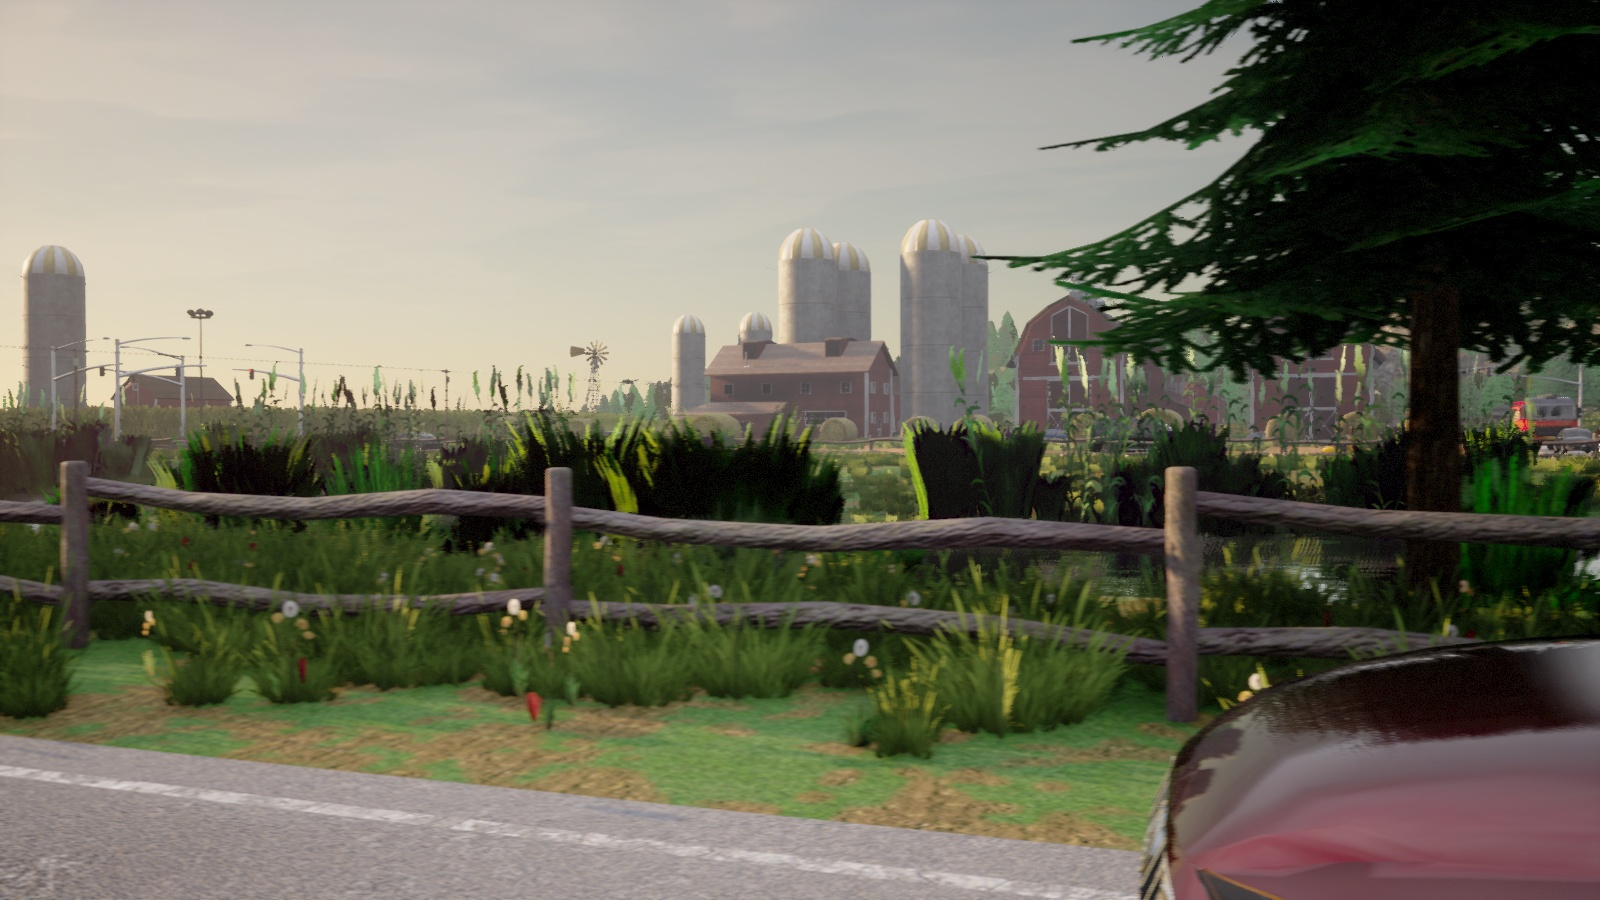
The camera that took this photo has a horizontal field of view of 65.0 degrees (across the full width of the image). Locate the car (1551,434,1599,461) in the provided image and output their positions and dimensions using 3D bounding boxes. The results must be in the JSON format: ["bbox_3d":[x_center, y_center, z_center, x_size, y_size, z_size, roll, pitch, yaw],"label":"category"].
[{"bbox_3d":[45.722,-0.168,74.022,1.837,1.490,4.892,1,1,23],"label":"car"}]

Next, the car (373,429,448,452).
[{"bbox_3d":[-26.523,-0.660,85.480,4.892,1.490,1.837,1,1,26],"label":"car"}]

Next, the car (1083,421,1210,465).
[{"bbox_3d":[16.654,-0.384,60.422,5.566,2.045,2.150,1,1,26],"label":"car"}]

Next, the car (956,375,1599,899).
[{"bbox_3d":[2.834,0.737,1.930,4.856,1.649,2.033,1,1,18],"label":"car"}]
